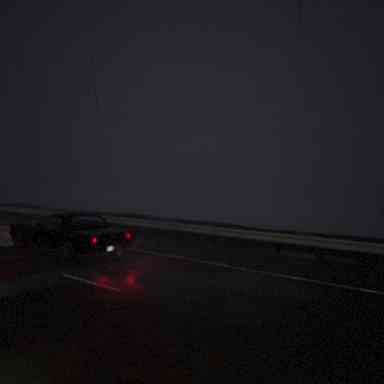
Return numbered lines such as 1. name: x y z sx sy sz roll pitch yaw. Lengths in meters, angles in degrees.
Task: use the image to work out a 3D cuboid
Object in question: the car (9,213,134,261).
1. car: -4.259 1.361 11.338 4.718 1.301 1.895 2 1 36
